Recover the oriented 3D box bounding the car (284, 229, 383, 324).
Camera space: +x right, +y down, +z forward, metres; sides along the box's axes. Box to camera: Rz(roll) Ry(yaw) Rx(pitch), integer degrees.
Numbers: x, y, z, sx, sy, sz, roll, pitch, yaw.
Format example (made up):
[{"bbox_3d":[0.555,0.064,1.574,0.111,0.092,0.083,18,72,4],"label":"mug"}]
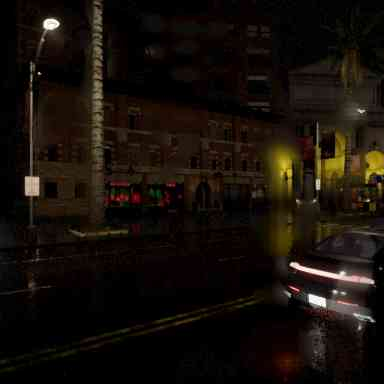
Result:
[{"bbox_3d":[3.951,1.492,6.628,4.902,1.511,2.128,0,0,-35],"label":"car"}]
